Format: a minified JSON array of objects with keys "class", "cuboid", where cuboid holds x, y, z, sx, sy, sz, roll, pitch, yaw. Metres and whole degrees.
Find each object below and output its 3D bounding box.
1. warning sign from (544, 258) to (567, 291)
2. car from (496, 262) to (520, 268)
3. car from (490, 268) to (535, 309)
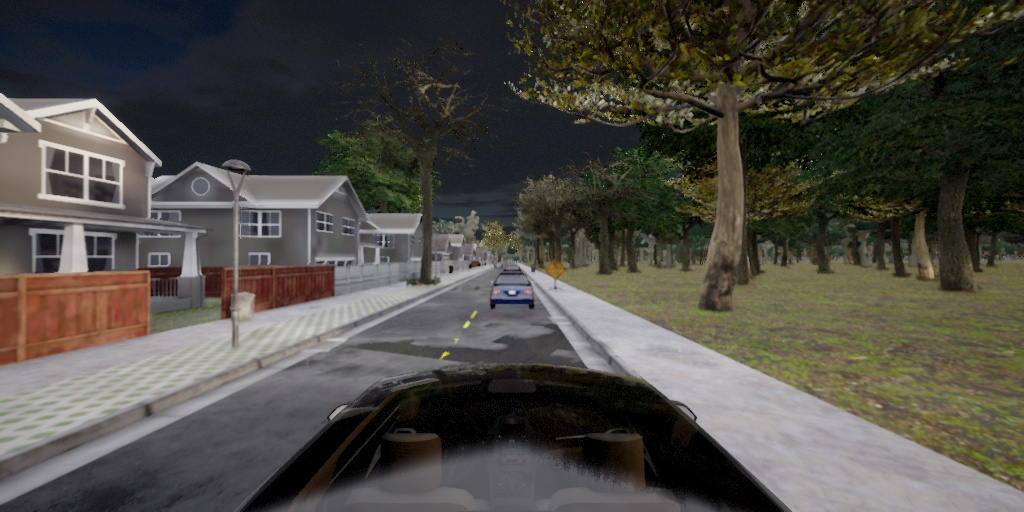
[{"class":"warning sign","cuboid":[2.526,1.048,20.792,1.300,1.860,1.060,0,0,0]},{"class":"car","cuboid":[0.017,1.526,31.149,2.128,1.511,4.902,0,0,0]},{"class":"car","cuboid":[0.007,1.432,15.839,2.033,1.411,5.357,0,-1,0]}]
